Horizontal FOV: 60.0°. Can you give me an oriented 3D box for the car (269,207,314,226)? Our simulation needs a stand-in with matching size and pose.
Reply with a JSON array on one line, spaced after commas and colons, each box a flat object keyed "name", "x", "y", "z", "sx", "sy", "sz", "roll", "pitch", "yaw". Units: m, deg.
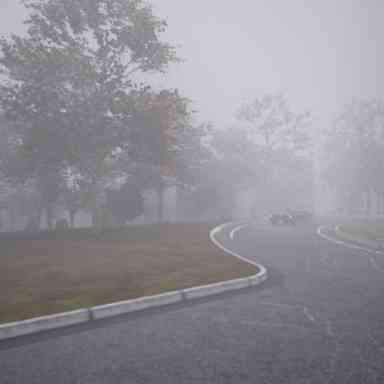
[{"name": "car", "x": 7.598, "y": 1.820, "z": 25.324, "sx": 1.895, "sy": 1.301, "sz": 4.718, "roll": 0, "pitch": 0, "yaw": 38}]
